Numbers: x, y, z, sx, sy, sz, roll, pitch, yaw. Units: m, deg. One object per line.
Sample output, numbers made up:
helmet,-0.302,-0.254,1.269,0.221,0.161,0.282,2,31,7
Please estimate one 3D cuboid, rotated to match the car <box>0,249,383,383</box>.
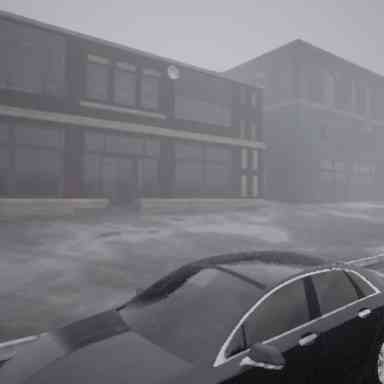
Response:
car,0.554,1.498,3.650,4.892,1.490,1.837,0,0,-35
